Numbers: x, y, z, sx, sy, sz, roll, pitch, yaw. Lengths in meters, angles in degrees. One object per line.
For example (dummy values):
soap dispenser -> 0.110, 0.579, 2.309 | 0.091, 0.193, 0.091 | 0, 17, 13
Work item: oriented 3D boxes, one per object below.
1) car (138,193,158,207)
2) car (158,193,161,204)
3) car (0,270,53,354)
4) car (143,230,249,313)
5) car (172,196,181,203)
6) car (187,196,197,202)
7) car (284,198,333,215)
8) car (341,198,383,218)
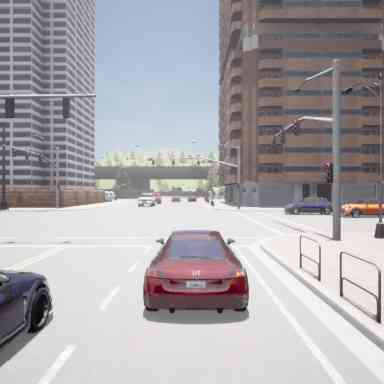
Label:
car -> -7.057, 1.221, 52.122 | 2.150, 2.045, 5.566 | 0, 0, 0
car -> -7.015, 1.221, 62.543 | 2.150, 2.045, 5.566 | 0, 0, 1
car -> -3.437, 1.564, 4.159 | 1.994, 1.385, 4.181 | 0, 0, 0
car -> 0.085, 1.564, 7.731 | 1.994, 1.385, 4.181 | 0, 0, 0
car -> -3.416, 1.542, 71.907 | 2.033, 1.411, 5.357 | 0, 0, 0
car -> 0.053, 1.525, 73.367 | 2.128, 1.511, 4.902 | 0, 0, 0
car -> 11.565, 1.352, 33.168 | 4.553, 1.767, 2.097 | 0, 0, 2
car -> 15.539, 1.352, 29.584 | 4.553, 1.767, 2.097 | 0, 0, 1
